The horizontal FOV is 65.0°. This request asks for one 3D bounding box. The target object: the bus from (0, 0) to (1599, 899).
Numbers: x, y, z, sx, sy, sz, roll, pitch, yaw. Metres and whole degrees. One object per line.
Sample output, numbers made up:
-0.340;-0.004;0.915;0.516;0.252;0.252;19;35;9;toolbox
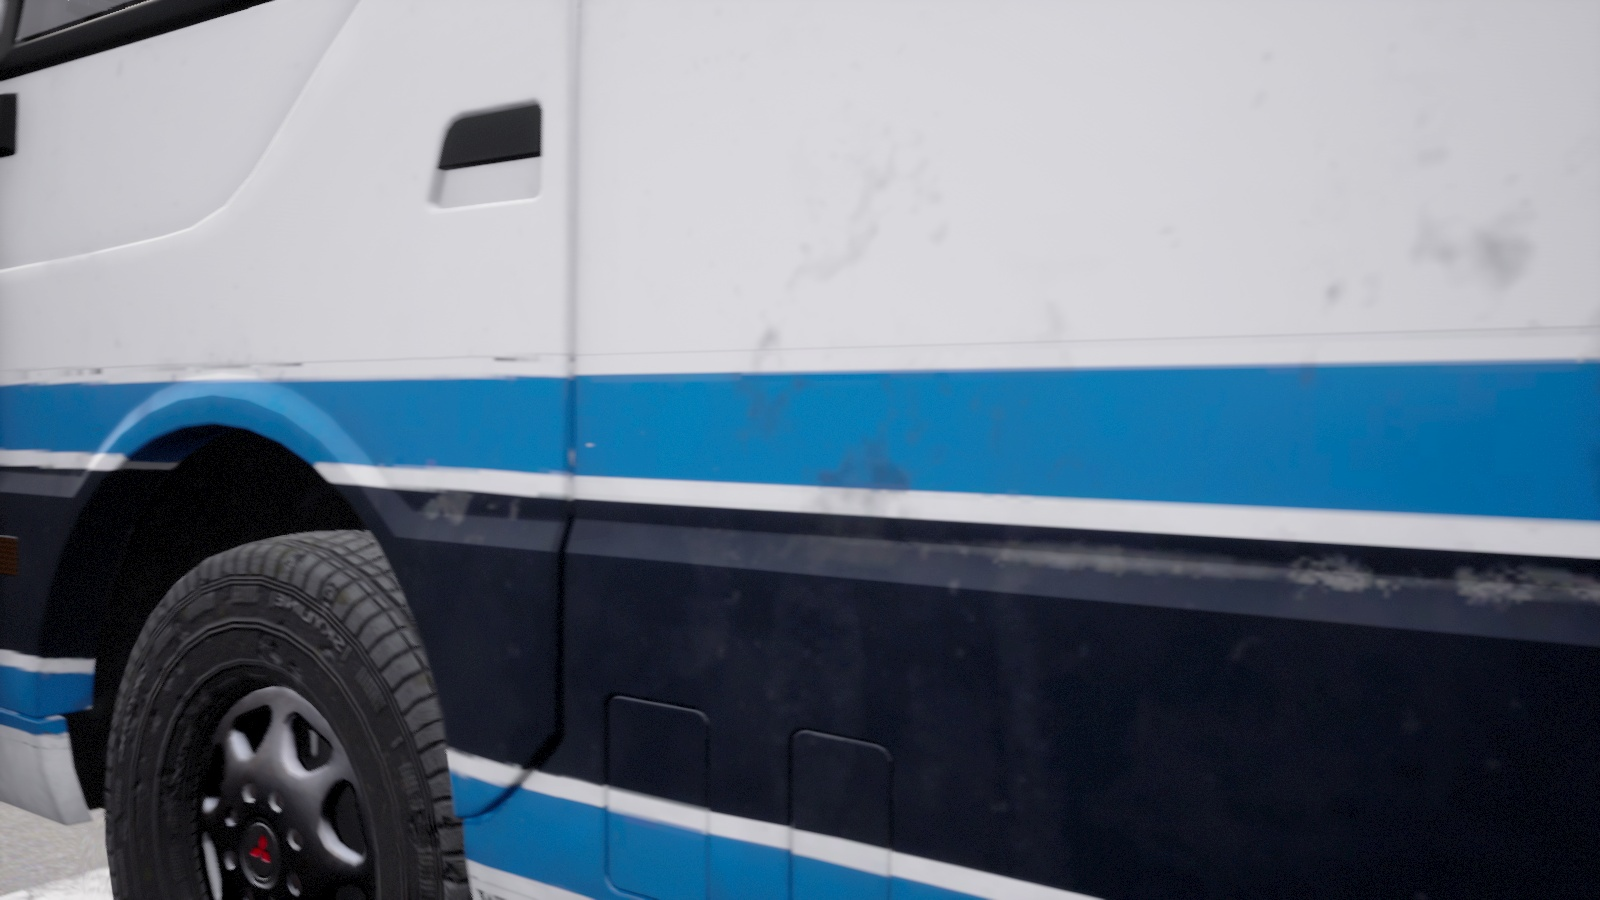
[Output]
2.237;-0.695;2.110;10.273;4.253;3.944;0;1;34;bus
